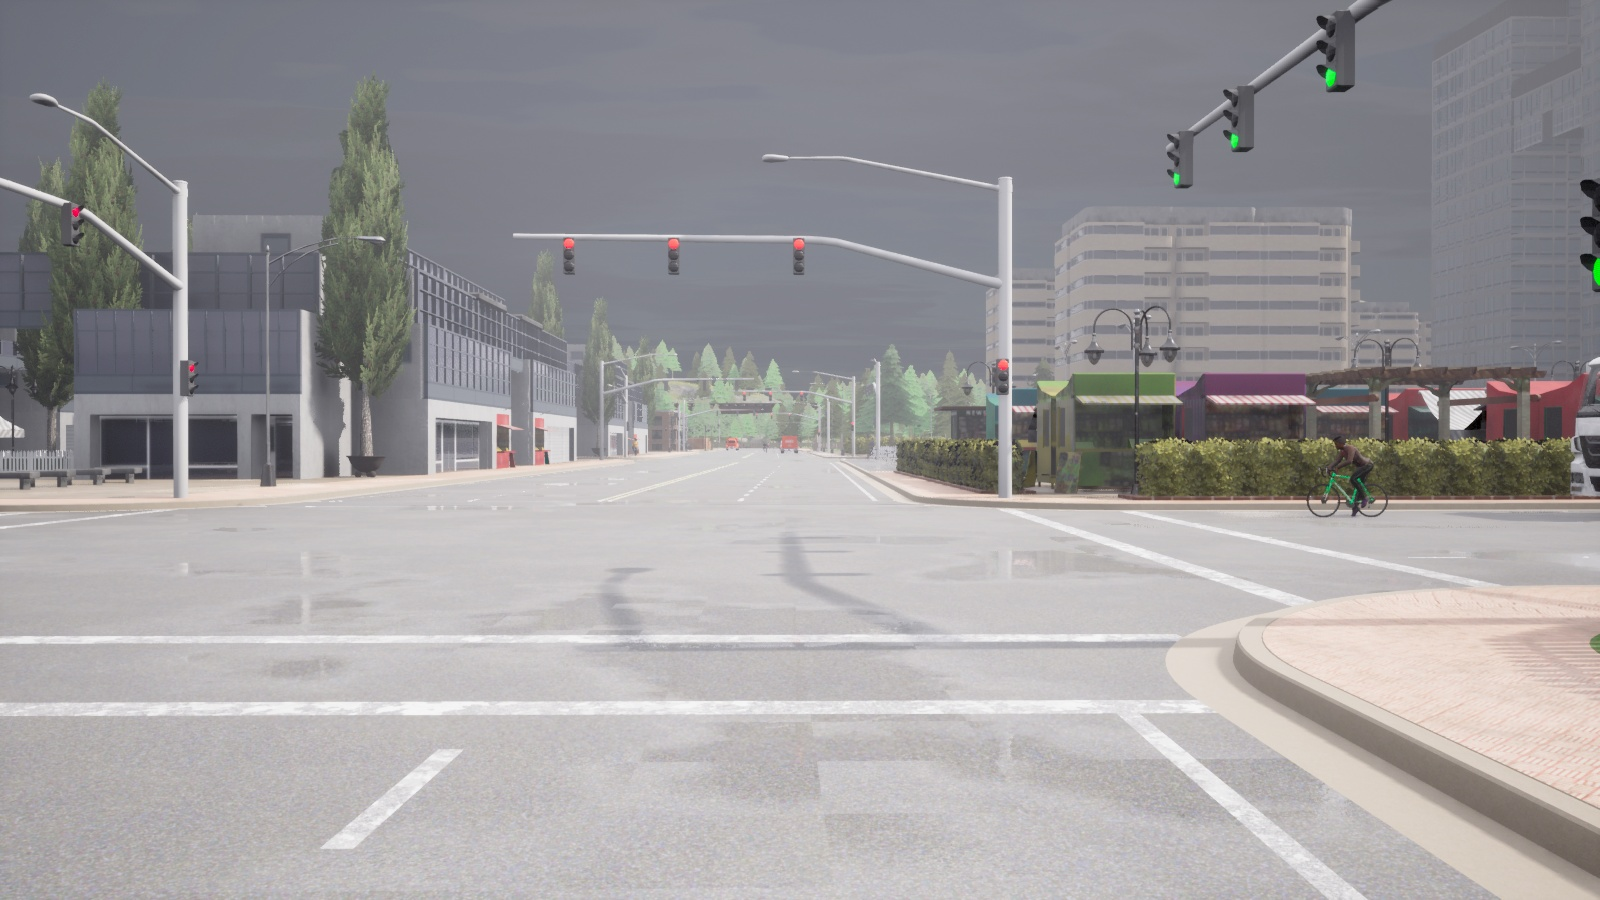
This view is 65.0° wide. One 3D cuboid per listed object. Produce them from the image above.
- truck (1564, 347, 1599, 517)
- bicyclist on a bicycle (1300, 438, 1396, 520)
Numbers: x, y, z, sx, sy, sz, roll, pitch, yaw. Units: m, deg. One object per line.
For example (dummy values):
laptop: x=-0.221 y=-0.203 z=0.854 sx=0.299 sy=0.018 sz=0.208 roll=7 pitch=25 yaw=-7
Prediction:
truck: x=20.193 y=-0.362 z=25.251 sx=7.936 sy=3.462 sz=2.891 roll=0 pitch=0 yaw=-1
bicyclist on a bicycle: x=10.932 y=0.567 z=25.075 sx=1.656 sy=1.620 sz=0.582 roll=0 pitch=0 yaw=-1
